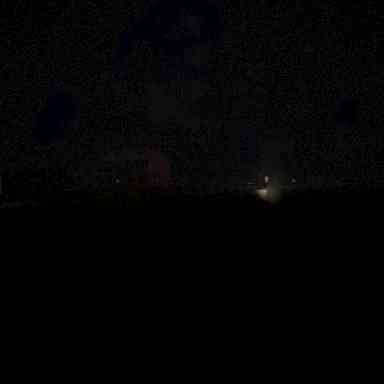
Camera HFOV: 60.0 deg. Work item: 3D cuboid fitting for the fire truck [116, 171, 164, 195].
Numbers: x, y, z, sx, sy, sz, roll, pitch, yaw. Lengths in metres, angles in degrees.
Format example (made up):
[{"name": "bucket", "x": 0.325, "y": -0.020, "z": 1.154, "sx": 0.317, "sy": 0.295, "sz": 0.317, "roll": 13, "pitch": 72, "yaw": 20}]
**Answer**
[{"name": "fire truck", "x": -8.234, "y": -1.426, "z": 53.825, "sx": 2.891, "sy": 3.827, "sz": 8.468, "roll": 3, "pitch": 4, "yaw": 36}]
